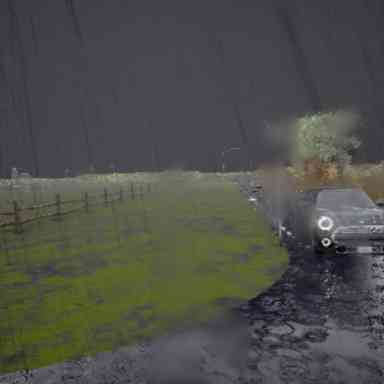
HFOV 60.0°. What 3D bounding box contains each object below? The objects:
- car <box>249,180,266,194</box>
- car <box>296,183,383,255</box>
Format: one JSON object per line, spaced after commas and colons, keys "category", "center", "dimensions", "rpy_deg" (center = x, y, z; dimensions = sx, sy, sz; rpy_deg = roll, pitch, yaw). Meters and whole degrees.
{"category": "car", "center": [7.215, -0.572, 35.849], "dimensions": [1.895, 1.301, 4.718], "rpy_deg": [-2, 3, 6]}
{"category": "car", "center": [4.442, 0.645, 10.044], "dimensions": [2.097, 1.767, 4.553], "rpy_deg": [-2, 3, 10]}
